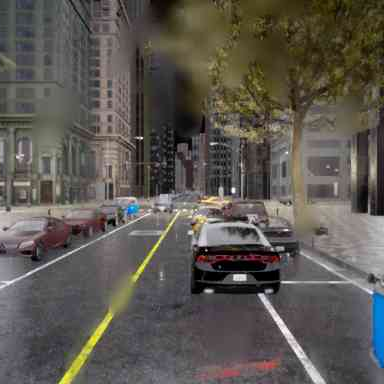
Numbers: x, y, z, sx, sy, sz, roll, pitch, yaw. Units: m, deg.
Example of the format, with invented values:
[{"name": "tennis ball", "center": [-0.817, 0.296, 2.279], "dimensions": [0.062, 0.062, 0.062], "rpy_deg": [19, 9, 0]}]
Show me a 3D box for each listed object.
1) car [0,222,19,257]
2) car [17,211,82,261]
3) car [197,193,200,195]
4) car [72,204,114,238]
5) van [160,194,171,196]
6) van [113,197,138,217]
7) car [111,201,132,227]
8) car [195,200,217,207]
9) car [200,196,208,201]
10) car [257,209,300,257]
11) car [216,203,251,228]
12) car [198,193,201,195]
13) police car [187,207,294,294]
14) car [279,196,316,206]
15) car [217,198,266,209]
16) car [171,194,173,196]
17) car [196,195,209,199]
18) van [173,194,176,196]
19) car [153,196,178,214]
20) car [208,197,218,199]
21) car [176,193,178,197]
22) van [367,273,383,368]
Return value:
[{"name": "car", "center": [-5.754, 1.551, 6.784], "dimensions": [2.008, 1.369, 4.403], "rpy_deg": [0, 0, 0]}, {"name": "car", "center": [-5.745, 1.582, 12.197], "dimensions": [1.802, 1.307, 4.206], "rpy_deg": [0, 0, 0]}, {"name": "car", "center": [2.911, 1.590, 88.661], "dimensions": [1.752, 1.417, 4.829], "rpy_deg": [0, 0, 0]}, {"name": "car", "center": [-5.737, 1.546, 17.611], "dimensions": [1.887, 1.381, 4.507], "rpy_deg": [0, 0, 0]}, {"name": "van", "center": [-5.677, 1.376, 66.421], "dimensions": [1.690, 1.788, 3.998], "rpy_deg": [0, 0, 0]}, {"name": "van", "center": [-5.721, 1.347, 28.437], "dimensions": [1.690, 1.788, 3.998], "rpy_deg": [0, 0, 0]}, {"name": "car", "center": [-5.729, 1.569, 23.024], "dimensions": [1.947, 1.339, 4.313], "rpy_deg": [0, 0, 0]}, {"name": "car", "center": [0.930, 1.457, 18.995], "dimensions": [1.801, 1.575, 5.366], "rpy_deg": [0, 0, 0]}, {"name": "car", "center": [2.903, 1.601, 82.965], "dimensions": [1.887, 1.381, 4.507], "rpy_deg": [0, 0, 0]}, {"name": "car", "center": [2.780, 1.551, 12.663], "dimensions": [2.008, 1.369, 4.403], "rpy_deg": [0, 0, 0]}, {"name": "car", "center": [2.796, 1.548, 23.241], "dimensions": [1.887, 1.381, 4.507], "rpy_deg": [0, 0, 0]}, {"name": "car", "center": [2.896, 1.594, 77.440], "dimensions": [1.887, 1.381, 4.507], "rpy_deg": [0, 0, 0]}, {"name": "police car", "center": [0.914, 1.425, 8.915], "dimensions": [1.930, 1.638, 5.238], "rpy_deg": [0, 0, 0]}, {"name": "car", "center": [14.439, 1.243, 45.524], "dimensions": [4.902, 1.511, 2.128], "rpy_deg": [-1, 0, 1]}, {"name": "car", "center": [2.788, 1.317, 17.952], "dimensions": [2.192, 1.841, 5.009], "rpy_deg": [0, 0, 0]}, {"name": "car", "center": [-5.666, 1.586, 71.946], "dimensions": [1.887, 1.381, 4.507], "rpy_deg": [0, 0, 0]}, {"name": "car", "center": [3.120, 1.451, 43.725], "dimensions": [5.008, 1.535, 1.882], "rpy_deg": [-2, 1, -32]}, {"name": "van", "center": [-5.648, 1.397, 82.996], "dimensions": [1.690, 1.788, 3.998], "rpy_deg": [0, 0, 0]}, {"name": "car", "center": [-2.945, 1.502, 35.153], "dimensions": [2.128, 1.511, 4.902], "rpy_deg": [0, 0, 0]}, {"name": "car", "center": [2.819, 1.534, 33.992], "dimensions": [1.752, 1.417, 4.829], "rpy_deg": [0, 0, 0]}, {"name": "car", "center": [-5.628, 1.654, 94.046], "dimensions": [1.802, 1.307, 4.206], "rpy_deg": [0, 0, 0]}, {"name": "van", "center": [2.763, 1.341, 2.086], "dimensions": [1.690, 1.788, 3.998], "rpy_deg": [0, 0, 0]}]
